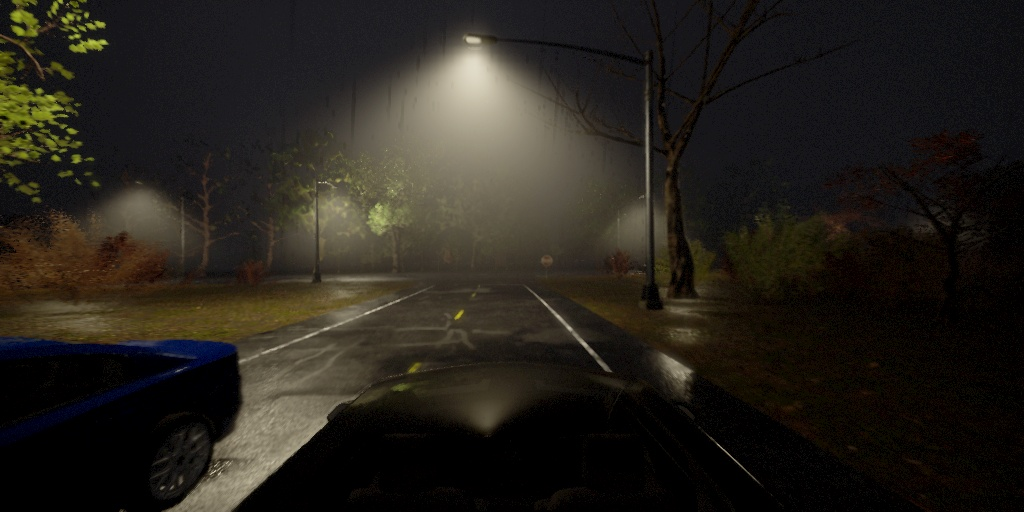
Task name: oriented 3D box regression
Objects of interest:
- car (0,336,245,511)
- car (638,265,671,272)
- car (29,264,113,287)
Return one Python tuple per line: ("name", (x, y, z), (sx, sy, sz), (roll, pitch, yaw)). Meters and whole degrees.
("car", (-3.627, 1.229, 1.501), (1.882, 1.535, 5.008), (0, -1, 0))
("car", (19.867, 1.563, 49.207), (4.718, 1.301, 1.895), (-1, 0, -10))
("car", (-43.391, 1.803, 35.373), (5.566, 2.045, 2.150), (-1, 0, -14))
